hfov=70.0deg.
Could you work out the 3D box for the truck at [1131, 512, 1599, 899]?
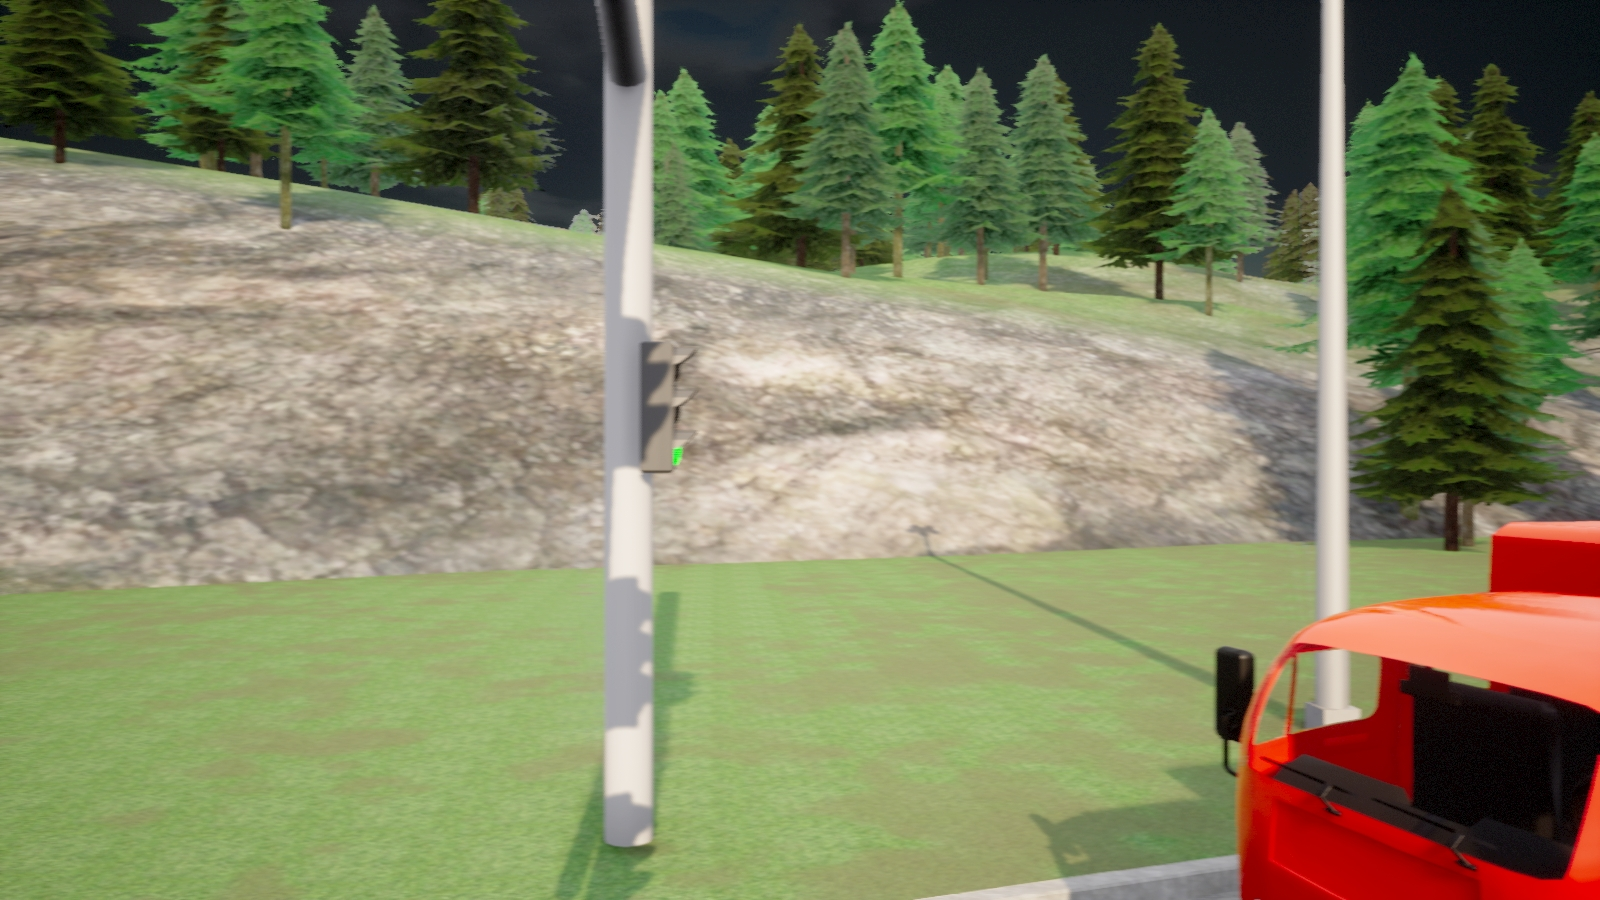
[{"bbox_3d":[4.410,1.566,4.820,5.204,2.467,2.627,0,0,-18],"label":"truck"}]
